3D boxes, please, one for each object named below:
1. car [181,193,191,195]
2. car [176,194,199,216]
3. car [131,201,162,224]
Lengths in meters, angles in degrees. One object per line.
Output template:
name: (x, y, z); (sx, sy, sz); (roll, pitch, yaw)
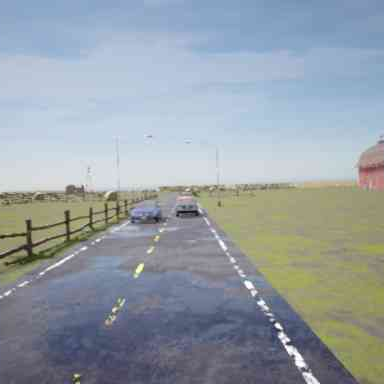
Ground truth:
car: (-0.755, 0.874, 43.490); (2.097, 1.767, 4.553); (-2, 1, -1)
car: (-0.411, 1.233, 28.338); (2.033, 1.411, 5.357); (-2, 1, -1)
car: (-3.167, 1.372, 23.714); (1.812, 1.442, 4.674); (-2, 1, -1)
